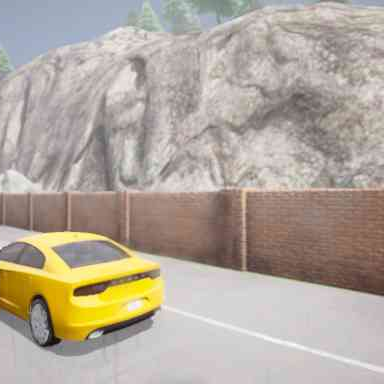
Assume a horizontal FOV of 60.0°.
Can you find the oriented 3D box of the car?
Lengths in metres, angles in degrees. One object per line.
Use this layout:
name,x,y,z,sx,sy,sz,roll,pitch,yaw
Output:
car,-2.714,1.543,6.564,5.008,1.535,1.882,-1,-1,41
